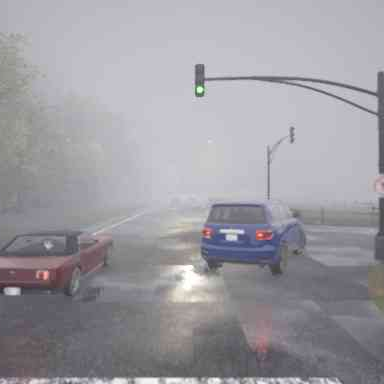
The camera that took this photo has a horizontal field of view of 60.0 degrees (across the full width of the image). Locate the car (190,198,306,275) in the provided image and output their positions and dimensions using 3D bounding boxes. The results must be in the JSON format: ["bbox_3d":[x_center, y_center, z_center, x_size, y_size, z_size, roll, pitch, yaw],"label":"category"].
[{"bbox_3d":[2.192,1.236,10.871,2.150,2.045,5.566,-1,0,26],"label":"car"}]

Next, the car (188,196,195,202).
[{"bbox_3d":[-0.010,1.605,79.560,2.033,1.411,5.357,0,0,0],"label":"car"}]

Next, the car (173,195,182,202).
[{"bbox_3d":[-3.509,1.591,81.314,2.128,1.511,4.902,0,0,0],"label":"car"}]

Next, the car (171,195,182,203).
[{"bbox_3d":[-3.509,1.585,71.245,2.128,1.511,4.902,0,0,0],"label":"car"}]

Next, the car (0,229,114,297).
[{"bbox_3d":[-3.401,1.610,8.565,1.895,1.301,4.718,0,0,0],"label":"car"}]
